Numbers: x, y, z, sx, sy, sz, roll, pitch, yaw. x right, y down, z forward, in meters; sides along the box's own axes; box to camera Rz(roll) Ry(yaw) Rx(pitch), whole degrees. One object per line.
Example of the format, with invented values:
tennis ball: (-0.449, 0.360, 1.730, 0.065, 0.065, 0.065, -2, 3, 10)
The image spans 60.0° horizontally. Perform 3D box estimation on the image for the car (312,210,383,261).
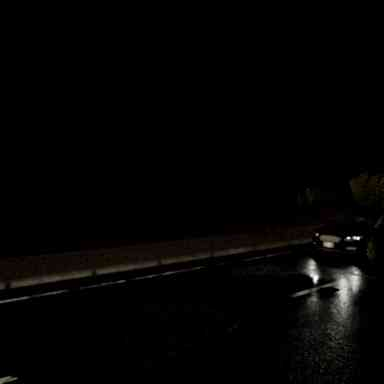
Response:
car: (6.389, 1.420, 12.119, 4.902, 1.511, 2.128, 0, 0, -35)
